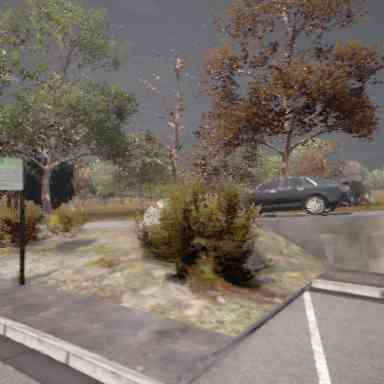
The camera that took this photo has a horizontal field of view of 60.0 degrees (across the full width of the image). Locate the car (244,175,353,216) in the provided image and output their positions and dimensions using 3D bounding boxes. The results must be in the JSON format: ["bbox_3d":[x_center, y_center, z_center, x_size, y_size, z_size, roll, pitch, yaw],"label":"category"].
[{"bbox_3d":[3.485,0.194,12.855,4.892,1.490,1.837,-5,-3,32],"label":"car"}]
